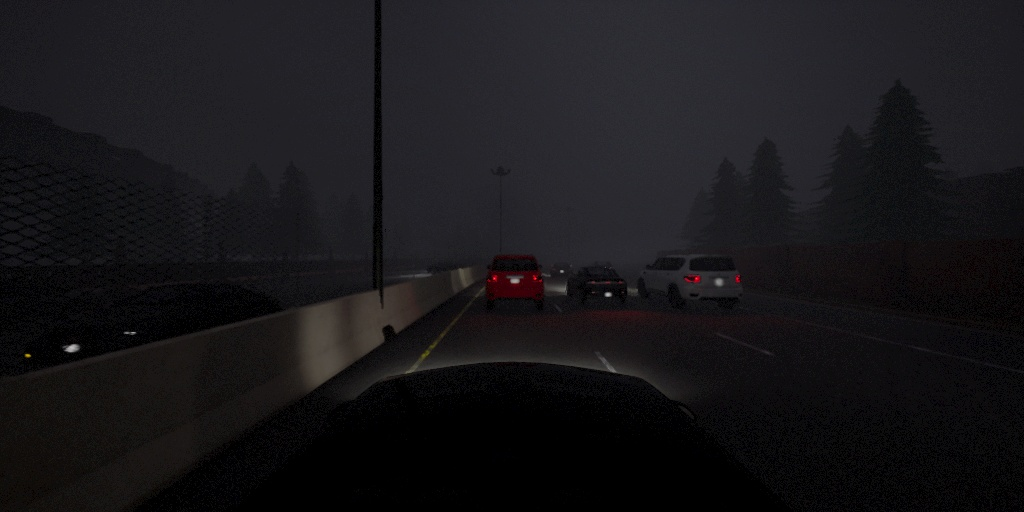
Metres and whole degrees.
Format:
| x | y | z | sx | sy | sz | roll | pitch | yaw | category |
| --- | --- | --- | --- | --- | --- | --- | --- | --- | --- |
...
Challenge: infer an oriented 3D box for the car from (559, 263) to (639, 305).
| x | y | z | sx | sy | sz | roll | pitch | yaw | category |
| --- | --- | --- | --- | --- | --- | --- | --- | --- | --- |
| 3.602 | 1.223 | 15.836 | 2.128 | 1.511 | 4.902 | 0 | 0 | 0 | car |

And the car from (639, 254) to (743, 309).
| x | y | z | sx | sy | sz | roll | pitch | yaw | category |
| --- | --- | --- | --- | --- | --- | --- | --- | --- | --- |
| 7.102 | 0.955 | 14.977 | 2.150 | 2.045 | 5.566 | 0 | 0 | 0 | car |

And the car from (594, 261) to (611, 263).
| x | y | z | sx | sy | sz | roll | pitch | yaw | category |
| --- | --- | --- | --- | --- | --- | --- | --- | --- | --- |
| 7.924 | 1.203 | 31.700 | 2.128 | 1.511 | 4.902 | 0 | 0 | 7 | car |

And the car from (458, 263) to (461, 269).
| x | y | z | sx | sy | sz | roll | pitch | yaw | category |
| --- | --- | --- | --- | --- | --- | --- | --- | --- | --- |
| -9.264 | 1.286 | 52.292 | 1.895 | 1.301 | 4.718 | 0 | 0 | 17 | car |

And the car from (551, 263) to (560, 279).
| x | y | z | sx | sy | sz | roll | pitch | yaw | category |
| --- | --- | --- | --- | --- | --- | --- | --- | --- | --- |
| 4.504 | 1.275 | 32.385 | 1.994 | 1.385 | 4.181 | 0 | 0 | 7 | car |

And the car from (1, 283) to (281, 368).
| x | y | z | sx | sy | sz | roll | pitch | yaw | category |
| --- | --- | --- | --- | --- | --- | --- | --- | --- | --- |
| -7.087 | 1.306 | 7.742 | 1.994 | 1.385 | 4.181 | 0 | 0 | 0 | car |

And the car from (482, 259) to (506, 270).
| x | y | z | sx | sy | sz | roll | pitch | yaw | category |
| --- | --- | --- | --- | --- | --- | --- | --- | --- | --- |
| -2.454 | 1.213 | 50.580 | 1.812 | 1.442 | 4.674 | 0 | 0 | 18 | car |

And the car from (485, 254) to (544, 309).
| x | y | z | sx | sy | sz | roll | pitch | yaw | category |
| --- | --- | --- | --- | --- | --- | --- | --- | --- | --- |
| 0.101 | 0.954 | 15.018 | 2.150 | 2.045 | 5.566 | 0 | 0 | 0 | car |

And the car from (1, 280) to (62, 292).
| x | y | z | sx | sy | sz | roll | pitch | yaw | category |
| --- | --- | --- | --- | --- | --- | --- | --- | --- | --- |
| -14.092 | 1.341 | 9.491 | 1.895 | 1.301 | 4.718 | 0 | 0 | 0 | car |

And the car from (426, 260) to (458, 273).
| x | y | z | sx | sy | sz | roll | pitch | yaw | category |
| --- | --- | --- | --- | --- | --- | --- | --- | --- | --- |
| -8.307 | 1.299 | 41.890 | 1.895 | 1.301 | 4.718 | 0 | 0 | 12 | car |
